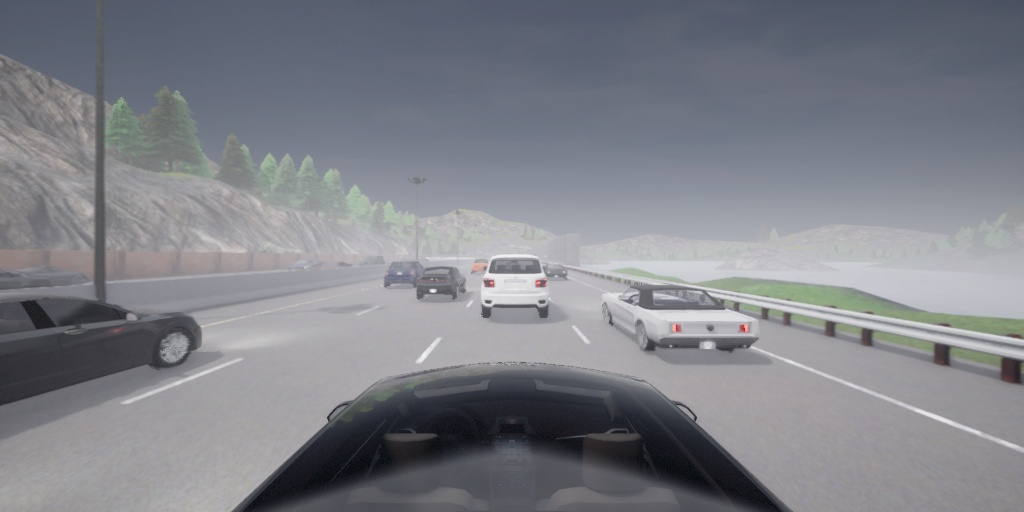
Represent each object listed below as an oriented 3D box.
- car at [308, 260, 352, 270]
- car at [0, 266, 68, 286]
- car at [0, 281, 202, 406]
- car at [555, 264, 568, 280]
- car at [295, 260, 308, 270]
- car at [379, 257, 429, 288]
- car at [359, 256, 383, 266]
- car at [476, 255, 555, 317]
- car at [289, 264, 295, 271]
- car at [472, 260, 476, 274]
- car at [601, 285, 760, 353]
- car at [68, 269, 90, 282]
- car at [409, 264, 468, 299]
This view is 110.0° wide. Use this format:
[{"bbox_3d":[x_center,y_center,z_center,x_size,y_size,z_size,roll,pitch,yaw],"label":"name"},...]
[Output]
[{"bbox_3d":[-17.606,1.222,35.455,1.882,1.535,5.008,0,0,0],"label":"car"},{"bbox_3d":[-21.105,1.240,13.639,2.128,1.511,4.902,0,0,0],"label":"car"},{"bbox_3d":[-6.903,1.255,4.910,1.837,1.490,4.892,0,0,0],"label":"car"},{"bbox_3d":[3.586,1.345,31.228,1.895,1.301,4.718,0,0,0],"label":"car"},{"bbox_3d":[-24.603,1.233,45.316,2.128,1.511,4.902,0,0,0],"label":"car"},{"bbox_3d":[-6.912,1.098,24.158,2.097,1.767,4.553,0,0,0],"label":"car"},{"bbox_3d":[-21.086,0.960,54.409,2.150,2.045,5.566,0,0,1],"label":"car"},{"bbox_3d":[0.094,0.969,13.274,2.150,2.045,5.566,0,0,0],"label":"car"},{"bbox_3d":[-28.060,1.268,48.460,1.812,1.442,4.674,0,0,1],"label":"car"},{"bbox_3d":[-3.420,1.094,41.371,2.097,1.767,4.553,0,0,0],"label":"car"},{"bbox_3d":[3.602,1.349,8.805,1.895,1.301,4.718,0,0,0],"label":"car"},{"bbox_3d":[-28.107,1.311,21.219,1.994,1.385,4.181,0,0,0],"label":"car"},{"bbox_3d":[-3.408,1.252,17.905,1.837,1.490,4.892,0,0,0],"label":"car"}]
